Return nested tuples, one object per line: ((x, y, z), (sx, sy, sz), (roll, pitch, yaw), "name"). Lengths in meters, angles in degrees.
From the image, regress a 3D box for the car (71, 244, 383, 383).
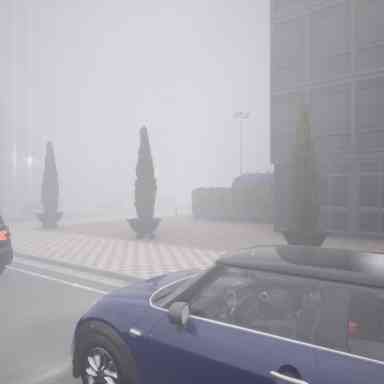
((0.807, 1.352, 3.418), (4.553, 1.767, 2.097), (0, 0, 36), "car")

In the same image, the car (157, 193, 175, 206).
((-5.029, 1.221, 54.024), (2.150, 2.045, 5.566), (0, 0, 35), "car")

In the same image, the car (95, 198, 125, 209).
((-11.115, 1.564, 45.343), (1.994, 1.385, 4.181), (0, 0, 35), "car")

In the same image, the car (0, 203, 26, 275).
((-7.056, 1.222, 9.004), (5.566, 2.045, 2.150), (0, 0, 36), "car")

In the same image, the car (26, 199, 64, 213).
((-16.814, 1.491, 37.206), (2.128, 1.511, 4.902), (0, 0, 35), "car")
